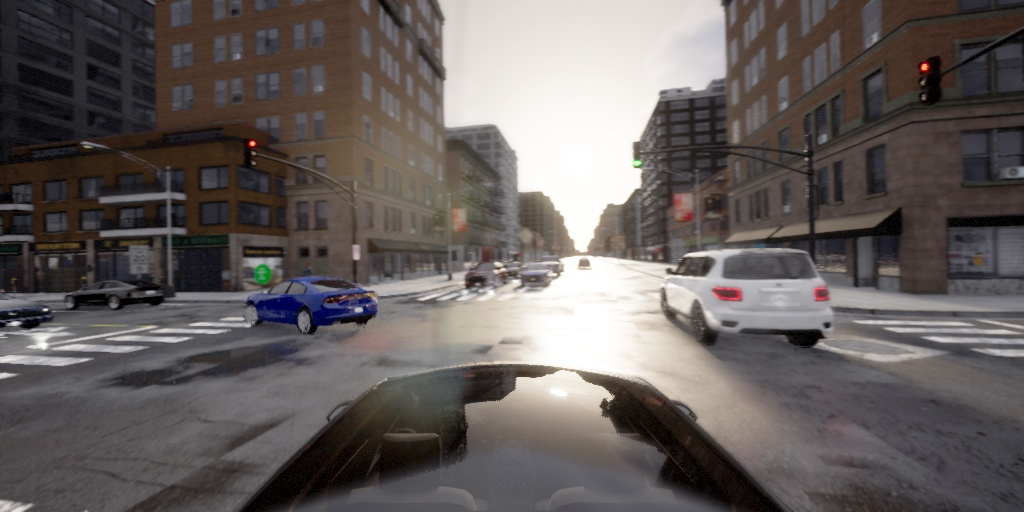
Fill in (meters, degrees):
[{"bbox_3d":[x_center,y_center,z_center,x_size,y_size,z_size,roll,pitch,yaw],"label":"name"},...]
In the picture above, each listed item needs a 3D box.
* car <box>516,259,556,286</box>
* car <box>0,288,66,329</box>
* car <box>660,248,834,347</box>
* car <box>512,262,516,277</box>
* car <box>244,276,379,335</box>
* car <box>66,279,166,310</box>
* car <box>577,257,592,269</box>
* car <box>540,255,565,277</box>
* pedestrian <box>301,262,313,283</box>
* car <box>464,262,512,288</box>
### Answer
[{"bbox_3d":[1.819,1.236,25.686,1.882,1.535,5.008,-1,0,11],"label":"car"},{"bbox_3d":[-17.613,1.715,11.354,5.357,1.411,2.033,-1,0,11],"label":"car"},{"bbox_3d":[5.379,0.864,9.139,2.150,2.045,5.566,-1,0,11],"label":"car"},{"bbox_3d":[0.053,1.318,33.489,1.837,1.490,4.892,-1,0,12],"label":"car"},{"bbox_3d":[-6.377,1.399,11.247,5.008,1.535,1.882,-1,-1,31],"label":"car"},{"bbox_3d":[-18.962,1.798,17.226,4.313,1.339,1.948,0,0,11],"label":"car"},{"bbox_3d":[10.939,0.953,54.282,2.097,1.767,4.553,-1,0,11],"label":"car"},{"bbox_3d":[3.741,0.954,35.430,2.150,2.045,5.566,-1,0,11],"label":"car"},{"bbox_3d":[-10.608,1.198,18.466,0.375,1.860,0.375,-1,0,11],"label":"pedestrian"},{"bbox_3d":[-1.706,1.189,24.609,2.097,1.767,4.553,-1,0,11],"label":"car"}]
